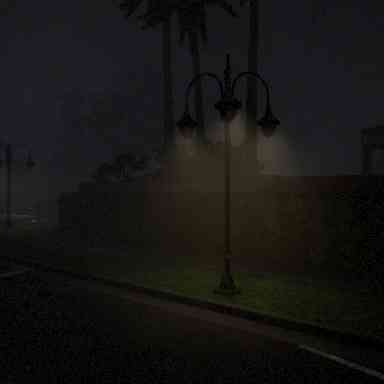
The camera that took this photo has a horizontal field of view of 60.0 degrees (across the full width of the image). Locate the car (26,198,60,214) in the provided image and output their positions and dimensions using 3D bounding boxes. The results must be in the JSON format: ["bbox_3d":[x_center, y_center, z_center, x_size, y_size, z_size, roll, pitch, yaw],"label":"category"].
[{"bbox_3d":[-13.673,1.335,32.554,1.837,1.490,4.892,0,1,36],"label":"car"}]
